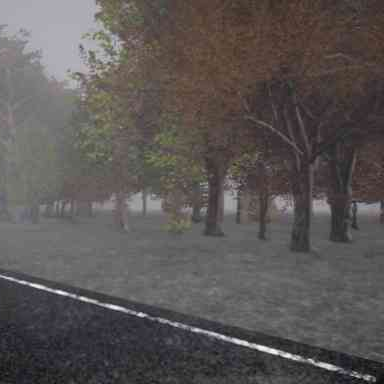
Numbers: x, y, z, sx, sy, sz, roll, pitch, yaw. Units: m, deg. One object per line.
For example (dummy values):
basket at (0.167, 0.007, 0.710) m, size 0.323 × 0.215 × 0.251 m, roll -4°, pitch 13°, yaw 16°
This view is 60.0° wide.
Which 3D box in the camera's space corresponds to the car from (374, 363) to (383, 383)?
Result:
car at (3.290, 1.471, 1.225) m, size 4.674 × 1.442 × 1.812 m, roll 1°, pitch 0°, yaw 36°
